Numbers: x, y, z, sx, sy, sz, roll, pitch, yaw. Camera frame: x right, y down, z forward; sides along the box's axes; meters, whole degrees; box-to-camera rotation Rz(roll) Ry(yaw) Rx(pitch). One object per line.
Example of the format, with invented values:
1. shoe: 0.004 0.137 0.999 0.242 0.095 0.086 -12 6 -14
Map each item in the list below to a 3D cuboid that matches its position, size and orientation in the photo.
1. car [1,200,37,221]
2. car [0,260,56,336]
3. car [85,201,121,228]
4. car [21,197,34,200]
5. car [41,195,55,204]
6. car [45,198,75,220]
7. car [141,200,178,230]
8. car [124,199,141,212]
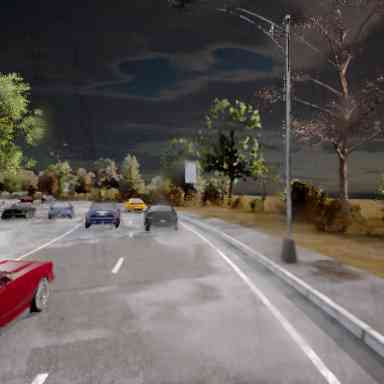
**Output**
1. car: -14.619 1.635 28.274 1.895 1.301 4.718 0 0 -15
2. car: -3.622 1.613 4.676 1.895 1.301 4.718 0 0 -2
3. car: -5.902 1.370 22.424 2.097 1.767 4.553 0 0 -11
4. car: -31.918 1.630 64.582 1.895 1.301 4.718 0 0 -35
5. car: -28.135 1.404 65.326 2.097 1.767 4.553 0 0 -35
6. car: -11.108 1.554 28.565 1.812 1.442 4.674 0 0 -16
7. car: -2.064 1.487 21.104 1.882 1.535 5.008 0 0 -10
8. car: -6.760 1.502 38.878 1.882 1.535 5.008 0 0 -19
